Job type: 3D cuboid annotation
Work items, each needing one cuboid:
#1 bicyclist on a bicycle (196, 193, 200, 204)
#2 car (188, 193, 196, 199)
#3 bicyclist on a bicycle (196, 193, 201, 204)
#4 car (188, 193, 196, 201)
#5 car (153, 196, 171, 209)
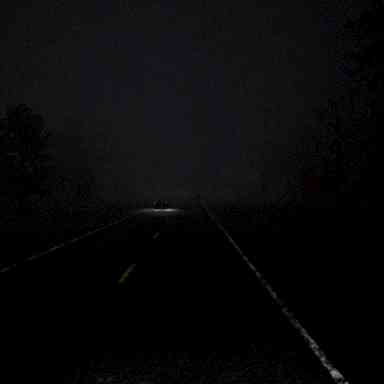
[{"bbox_3d":[0.964,1.061,54.943,0.582,1.620,1.656,0,0,0],"label":"bicyclist on a bicycle"},{"bbox_3d":[0.001,0.913,79.510,1.994,1.385,4.181,0,0,0],"label":"car"},{"bbox_3d":[0.964,1.129,45.791,0.582,1.620,1.656,0,0,0],"label":"bicyclist on a bicycle"},{"bbox_3d":[0.001,1.044,69.423,2.033,1.411,5.357,0,0,0],"label":"car"},{"bbox_3d":[-3.589,1.192,40.437,1.882,1.535,5.008,0,0,0],"label":"car"}]
